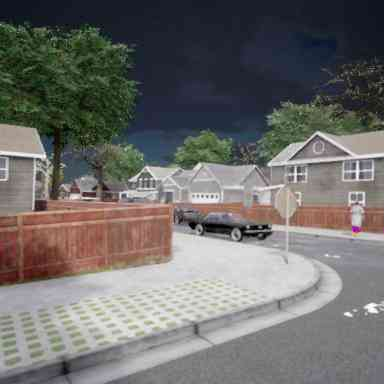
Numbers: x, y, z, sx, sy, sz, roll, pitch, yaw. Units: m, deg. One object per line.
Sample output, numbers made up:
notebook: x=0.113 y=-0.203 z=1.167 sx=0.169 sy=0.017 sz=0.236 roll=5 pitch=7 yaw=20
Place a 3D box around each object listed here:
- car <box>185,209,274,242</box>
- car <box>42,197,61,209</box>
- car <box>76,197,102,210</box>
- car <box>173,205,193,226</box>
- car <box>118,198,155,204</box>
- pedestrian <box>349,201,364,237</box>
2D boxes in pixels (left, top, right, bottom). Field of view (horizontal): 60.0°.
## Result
car: x=1.877 y=1.714 z=17.112 sx=1.895 sy=1.301 sz=4.718 roll=2 pitch=-2 yaw=-35
car: x=-19.595 y=1.459 z=46.229 sx=2.097 sy=1.767 sz=4.553 roll=2 pitch=-2 yaw=-39
car: x=-10.388 y=1.575 z=34.175 sx=2.150 sy=2.045 sz=5.566 roll=2 pitch=-2 yaw=-37
car: x=-1.259 y=1.823 z=26.730 sx=2.128 sy=1.511 sz=4.902 roll=2 pitch=-2 yaw=-36
car: x=-4.029 y=1.461 z=25.508 sx=2.150 sy=2.045 sz=5.566 roll=2 pitch=-2 yaw=-36
pedestrian: x=8.683 y=1.406 z=17.629 sx=0.375 sy=1.860 sz=0.375 roll=1 pitch=-1 yaw=-35
